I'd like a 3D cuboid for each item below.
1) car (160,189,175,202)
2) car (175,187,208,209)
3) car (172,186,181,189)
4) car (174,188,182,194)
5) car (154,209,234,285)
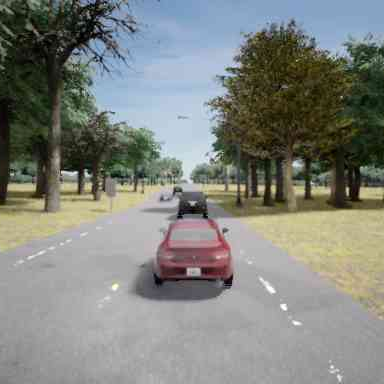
[{"bbox_3d":[-3.901,0.708,50.239,2.128,1.511,4.902,0,1,-3],"label":"car"},{"bbox_3d":[0.063,0.898,26.060,2.150,2.045,5.566,0,1,0],"label":"car"},{"bbox_3d":[-3.365,-0.405,77.554,2.150,2.045,5.566,0,2,-2],"label":"car"},{"bbox_3d":[-3.503,-0.283,85.029,1.812,1.442,4.674,0,2,0],"label":"car"},{"bbox_3d":[0.050,1.425,9.050,1.812,1.442,4.674,0,1,0],"label":"car"}]
